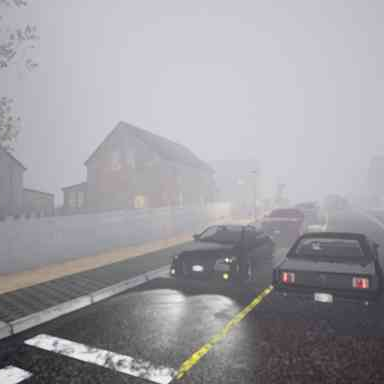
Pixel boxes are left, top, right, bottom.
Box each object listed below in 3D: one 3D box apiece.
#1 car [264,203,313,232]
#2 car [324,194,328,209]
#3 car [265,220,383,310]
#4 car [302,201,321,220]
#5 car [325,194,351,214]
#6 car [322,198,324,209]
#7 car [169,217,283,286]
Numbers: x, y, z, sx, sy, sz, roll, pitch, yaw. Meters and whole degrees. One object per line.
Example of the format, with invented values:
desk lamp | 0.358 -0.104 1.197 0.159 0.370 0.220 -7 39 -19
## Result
car | 4.983 1.565 17.556 1.882 1.535 5.008 -2 -1 26
car | 19.332 1.337 45.931 2.150 2.045 5.566 -2 -1 17
car | 3.382 1.591 7.893 1.895 1.301 4.718 -2 -1 28
car | 9.125 1.571 26.677 1.882 1.535 5.008 -2 -1 23
car | 16.205 1.396 36.683 2.097 1.767 4.553 -2 -1 20
car | 13.455 1.682 37.361 2.033 1.411 5.357 -2 -1 21
car | 1.071 1.662 9.805 1.994 1.385 4.181 -2 -1 28
